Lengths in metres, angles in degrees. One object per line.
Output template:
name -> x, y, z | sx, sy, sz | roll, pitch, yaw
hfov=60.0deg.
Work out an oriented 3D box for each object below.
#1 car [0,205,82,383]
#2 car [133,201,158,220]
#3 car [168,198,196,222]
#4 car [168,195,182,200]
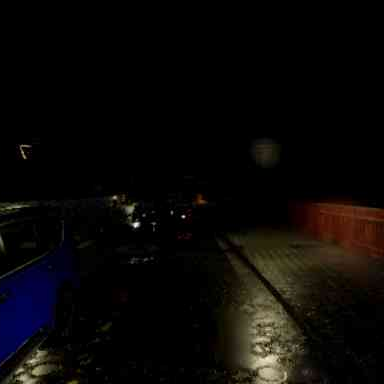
car -> -2.882, 1.219, 3.352 | 2.150, 2.045, 5.566 | 0, 0, 0
car -> -3.782, 1.498, 27.621 | 1.812, 1.442, 4.674 | 0, 0, -4
car -> -0.743, 1.478, 26.064 | 1.837, 1.490, 4.892 | 0, 1, -3
car -> -2.097, 1.308, 43.619 | 2.097, 1.767, 4.553 | 0, 0, -5
